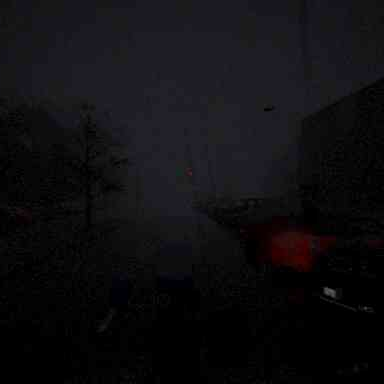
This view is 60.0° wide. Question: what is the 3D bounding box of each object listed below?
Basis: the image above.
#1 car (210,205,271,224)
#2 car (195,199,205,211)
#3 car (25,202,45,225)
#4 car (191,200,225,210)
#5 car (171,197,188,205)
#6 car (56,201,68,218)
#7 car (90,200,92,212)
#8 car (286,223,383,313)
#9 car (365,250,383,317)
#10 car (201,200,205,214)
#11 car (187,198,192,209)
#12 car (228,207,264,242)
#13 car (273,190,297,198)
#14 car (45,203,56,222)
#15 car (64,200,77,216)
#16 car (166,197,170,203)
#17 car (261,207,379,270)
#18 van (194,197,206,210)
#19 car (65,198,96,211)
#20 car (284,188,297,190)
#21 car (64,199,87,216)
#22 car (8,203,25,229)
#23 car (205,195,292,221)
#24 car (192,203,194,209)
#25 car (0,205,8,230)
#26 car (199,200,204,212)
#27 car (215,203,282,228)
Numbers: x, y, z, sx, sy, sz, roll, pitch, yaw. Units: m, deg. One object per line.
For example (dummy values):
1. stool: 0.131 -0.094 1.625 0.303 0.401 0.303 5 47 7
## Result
1. car: 4.100 1.808 27.915 4.674 1.452 2.002 1 -1 -23
2. car: 3.362 1.894 39.972 4.892 1.521 2.231 1 0 -24
3. car: -14.228 1.784 25.084 5.366 1.575 1.946 -1 0 -23
4. car: 2.503 2.052 51.981 4.792 1.488 2.163 1 -1 -26
5. car: -2.515 2.491 89.514 4.553 1.767 2.185 1 -1 -30
6. car: -14.376 1.890 31.071 4.674 1.452 2.002 -1 0 -23
7. car: -15.167 1.946 39.857 5.366 1.575 1.946 -1 0 -24
8. car: 4.712 1.554 6.774 4.892 1.521 2.231 1 -1 -21
9. car: 4.757 1.522 3.755 5.008 1.535 2.097 1 0 -21
10. car: 3.767 1.870 33.943 4.674 1.452 2.002 1 0 -24
11. car: 2.437 1.980 48.921 5.366 1.575 1.946 1 0 -26
12. car: 4.559 1.645 15.839 5.008 1.535 2.097 1 -1 -22
13. car: 17.184 0.860 64.127 2.002 1.452 4.674 -6 3 -30
14. car: -14.183 1.692 28.127 4.553 1.767 2.185 -1 0 -23
15. car: -14.567 1.923 34.026 4.674 1.452 2.002 -1 0 -24
16. car: -3.565 2.419 95.437 5.566 2.045 2.435 1 0 -31
17. car: 4.664 1.458 9.794 4.553 1.767 2.185 1 -1 -21
18. van: 3.022 1.696 42.935 4.442 1.987 1.878 1 0 -25
19. car: -15.209 1.854 42.899 4.553 1.767 2.185 -1 0 -25
20. car: 20.132 0.285 64.641 2.435 2.045 5.566 -6 3 -30
21. car: -14.609 1.910 37.061 5.366 1.575 1.946 -1 -1 -24
22. car: -13.954 1.628 22.194 4.553 1.767 2.185 -1 -1 -22
23. car: 4.226 1.486 24.881 5.566 2.045 2.435 1 0 -23
24. car: 2.904 1.829 46.007 4.553 1.767 2.185 1 0 -25
25. car: -13.797 1.720 19.241 5.008 1.535 2.097 -1 0 -22
26. car: 3.564 1.901 36.960 4.674 1.452 2.002 1 -1 -24
27. car: 4.377 1.707 21.874 5.008 1.535 2.097 1 0 -22
